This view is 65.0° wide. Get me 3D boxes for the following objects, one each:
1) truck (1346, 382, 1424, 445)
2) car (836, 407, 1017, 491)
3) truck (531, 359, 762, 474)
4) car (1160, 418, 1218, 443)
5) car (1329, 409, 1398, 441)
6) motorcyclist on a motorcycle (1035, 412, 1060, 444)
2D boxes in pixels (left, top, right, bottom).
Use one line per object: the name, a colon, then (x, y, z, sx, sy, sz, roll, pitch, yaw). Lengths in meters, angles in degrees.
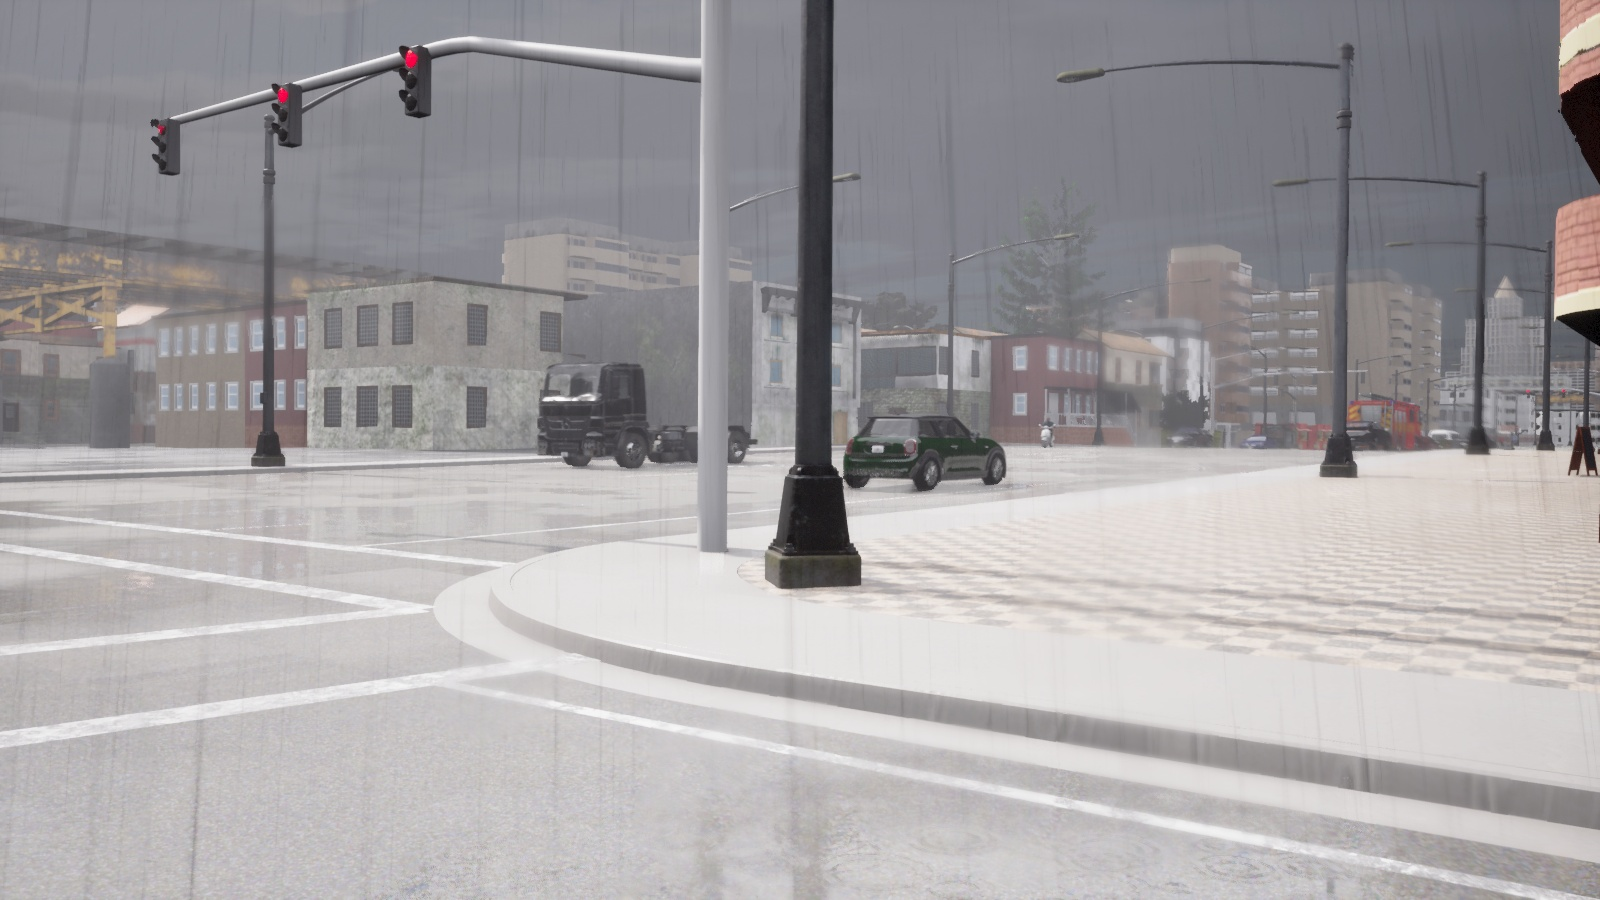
truck: (38.290, -2.275, 82.023, 2.891, 3.827, 8.468, 0, -1, 37)
car: (3.018, -0.093, 29.076, 2.097, 1.767, 4.553, 0, 2, 37)
truck: (-4.903, -1.130, 41.857, 2.891, 3.462, 7.936, 0, 2, 37)
car: (25.648, -1.248, 82.653, 2.128, 1.511, 4.902, 0, -1, 37)
car: (28.121, -1.242, 62.599, 2.128, 1.511, 4.902, 0, 1, 37)
motorcyclist on a motorcycle: (12.518, -1.109, 63.570, 0.866, 1.590, 1.817, 0, 1, 23)
